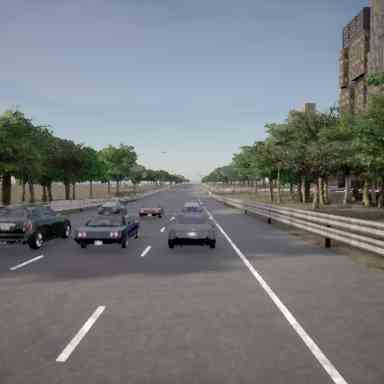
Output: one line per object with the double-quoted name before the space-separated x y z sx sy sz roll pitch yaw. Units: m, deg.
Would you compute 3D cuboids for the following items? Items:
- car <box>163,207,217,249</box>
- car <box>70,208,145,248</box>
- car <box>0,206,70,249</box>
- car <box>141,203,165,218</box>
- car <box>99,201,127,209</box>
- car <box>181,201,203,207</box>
"car" 0.000 1.579 14.658 1.994 1.385 4.181 0 0 0
"car" -3.499 1.623 14.687 1.895 1.301 4.718 0 0 0
"car" -7.000 1.372 14.627 2.097 1.767 4.553 0 0 0
"car" -3.499 1.616 29.692 1.895 1.301 4.718 0 0 0
"car" -6.999 1.533 29.662 1.812 1.442 4.674 0 0 0
"car" 0.001 1.533 29.662 1.812 1.442 4.674 0 0 0
